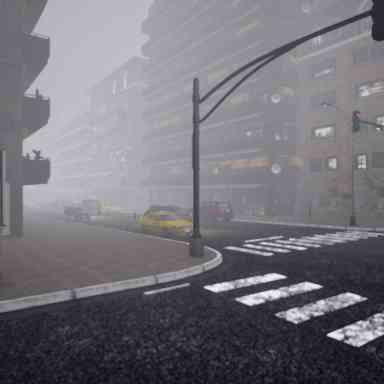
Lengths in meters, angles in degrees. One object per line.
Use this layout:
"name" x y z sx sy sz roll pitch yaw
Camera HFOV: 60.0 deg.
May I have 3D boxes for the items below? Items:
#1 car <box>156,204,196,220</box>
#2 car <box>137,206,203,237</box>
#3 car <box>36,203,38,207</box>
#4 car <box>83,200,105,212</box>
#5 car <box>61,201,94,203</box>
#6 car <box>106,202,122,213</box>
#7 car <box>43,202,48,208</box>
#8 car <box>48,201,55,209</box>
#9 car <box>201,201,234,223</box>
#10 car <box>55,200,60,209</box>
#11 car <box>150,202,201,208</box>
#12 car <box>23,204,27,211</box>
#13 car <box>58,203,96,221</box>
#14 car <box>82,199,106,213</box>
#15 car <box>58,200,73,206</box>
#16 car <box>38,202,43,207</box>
"car" -1.729 2.025 34.319 1.887 1.381 4.507 -2 0 -36
"car" -1.672 1.822 20.061 1.752 1.417 4.829 -1 0 -36
"car" -38.402 3.148 84.679 1.947 1.339 4.313 -1 0 -36
"car" -16.300 2.287 55.119 2.097 1.767 4.553 0 -1 -36
"car" -14.648 2.243 42.342 2.128 1.511 4.902 0 -1 -36
"car" -12.277 2.270 49.658 1.801 1.575 5.366 0 -1 -36
"car" -31.738 2.953 75.520 1.947 1.339 4.313 -1 0 -36
"car" -28.410 2.603 70.942 2.192 1.841 5.009 -1 0 -36
"car" 1.598 1.693 29.741 2.192 1.841 5.009 -2 0 -36
"car" -25.075 2.504 66.364 2.192 1.841 5.009 -2 0 -36
"car" -1.756 1.708 24.599 2.097 1.767 4.553 0 -1 -36
"car" -31.782 2.759 61.401 1.887 1.381 4.507 -1 0 -36
"car" -11.775 2.152 33.933 1.887 1.381 4.507 -1 0 -36
"car" -14.852 2.046 47.934 2.150 2.045 5.566 0 -1 -36
"car" -20.390 2.556 55.448 1.994 1.385 4.181 0 -1 -36
"car" -35.073 3.030 80.098 1.887 1.381 4.507 -1 0 -36
